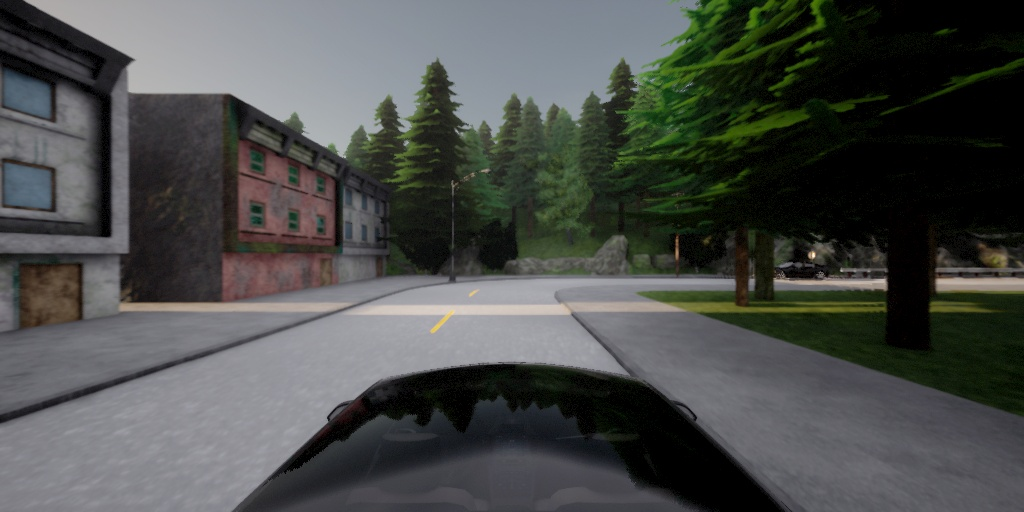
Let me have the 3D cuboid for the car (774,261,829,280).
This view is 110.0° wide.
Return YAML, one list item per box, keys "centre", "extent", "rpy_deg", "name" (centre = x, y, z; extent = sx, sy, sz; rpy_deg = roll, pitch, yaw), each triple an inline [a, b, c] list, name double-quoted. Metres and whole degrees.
- centre: [23.096, 1.178, 29.472]
  extent: [5.008, 1.535, 1.882]
  rpy_deg: [0, 0, 0]
  name: "car"
